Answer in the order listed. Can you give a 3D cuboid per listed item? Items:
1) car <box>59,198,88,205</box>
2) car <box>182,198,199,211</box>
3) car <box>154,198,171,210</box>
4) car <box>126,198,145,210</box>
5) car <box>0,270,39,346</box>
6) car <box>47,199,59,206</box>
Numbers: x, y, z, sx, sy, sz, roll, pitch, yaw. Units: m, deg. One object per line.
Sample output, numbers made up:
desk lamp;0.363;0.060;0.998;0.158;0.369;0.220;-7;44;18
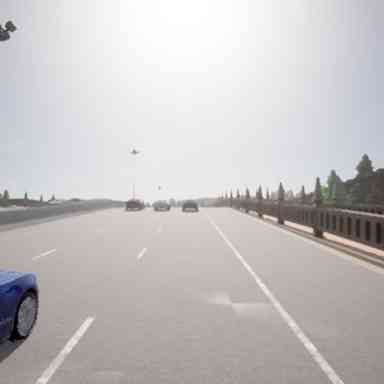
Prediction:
car;-14.403;1.523;41.413;1.837;1.490;4.892;0;0;0
car;-0.224;1.526;41.455;1.837;1.490;4.892;0;0;0
car;-3.731;1.551;42.589;1.812;1.442;4.674;0;0;0
car;-7.233;1.504;42.877;1.882;1.535;5.008;0;0;0
car;-3.425;1.480;3.464;1.882;1.535;5.008;0;0;0
car;-17.918;1.592;45.365;2.033;1.411;5.357;0;-1;0
